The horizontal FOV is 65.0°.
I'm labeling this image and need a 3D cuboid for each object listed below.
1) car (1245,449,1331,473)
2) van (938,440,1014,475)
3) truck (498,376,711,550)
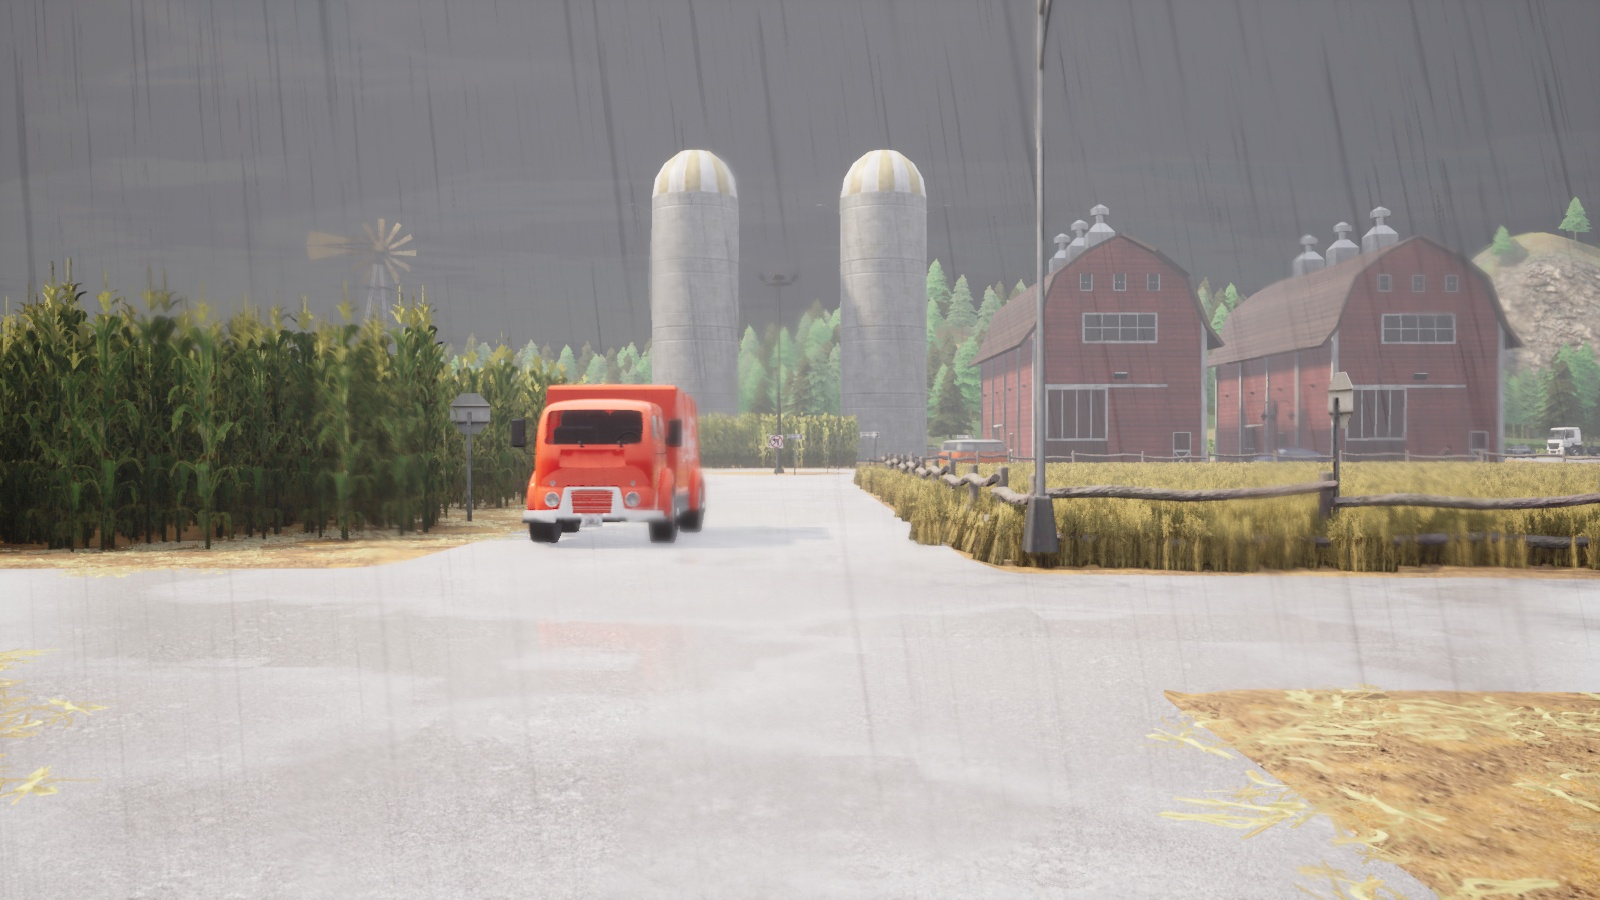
[{"bbox_3d":[30.416,0.674,78.360,4.674,1.442,1.812,0,0,-3],"label":"car"},{"bbox_3d":[10.216,0.411,72.755,4.442,1.987,1.775,0,0,-37],"label":"van"},{"bbox_3d":[-2.964,0.191,20.473,2.627,2.467,5.204,0,0,0],"label":"truck"}]
